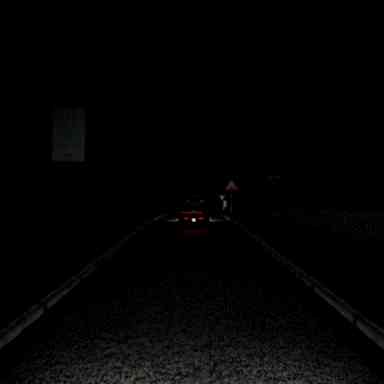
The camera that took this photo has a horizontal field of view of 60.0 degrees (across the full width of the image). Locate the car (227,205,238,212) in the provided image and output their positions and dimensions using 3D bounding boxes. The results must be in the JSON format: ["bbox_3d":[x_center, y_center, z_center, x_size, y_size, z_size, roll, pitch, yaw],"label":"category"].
[{"bbox_3d":[7.831,4.022,77.203,2.185,1.767,4.553,7,-5,-30],"label":"car"}]

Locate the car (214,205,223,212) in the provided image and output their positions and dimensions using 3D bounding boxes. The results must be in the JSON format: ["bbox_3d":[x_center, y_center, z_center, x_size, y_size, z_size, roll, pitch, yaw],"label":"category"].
[{"bbox_3d":[4.858,3.762,76.709,2.185,1.767,4.553,5,-5,-31],"label":"car"}]

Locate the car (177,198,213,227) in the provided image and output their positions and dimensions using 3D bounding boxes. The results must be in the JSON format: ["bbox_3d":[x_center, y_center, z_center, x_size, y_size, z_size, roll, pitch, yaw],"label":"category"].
[{"bbox_3d":[0.107,1.339,21.291,1.837,1.490,4.892,0,0,0],"label":"car"}]

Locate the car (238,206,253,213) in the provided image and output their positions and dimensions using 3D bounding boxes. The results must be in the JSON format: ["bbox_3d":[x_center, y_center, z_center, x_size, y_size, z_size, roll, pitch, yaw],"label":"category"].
[{"bbox_3d":[10.828,4.200,77.758,2.435,2.045,5.566,8,-5,-30],"label":"car"}]

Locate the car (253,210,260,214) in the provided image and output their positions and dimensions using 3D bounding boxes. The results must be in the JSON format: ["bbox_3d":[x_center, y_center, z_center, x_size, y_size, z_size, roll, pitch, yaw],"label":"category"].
[{"bbox_3d":[13.661,4.752,78.447,1.946,1.575,5.366,7,-5,-30],"label":"car"}]

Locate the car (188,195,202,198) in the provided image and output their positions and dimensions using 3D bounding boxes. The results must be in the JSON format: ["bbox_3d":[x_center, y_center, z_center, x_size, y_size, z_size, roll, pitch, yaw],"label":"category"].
[{"bbox_3d":[0.391,1.479,38.389,2.150,2.045,5.566,0,-3,2],"label":"car"}]
